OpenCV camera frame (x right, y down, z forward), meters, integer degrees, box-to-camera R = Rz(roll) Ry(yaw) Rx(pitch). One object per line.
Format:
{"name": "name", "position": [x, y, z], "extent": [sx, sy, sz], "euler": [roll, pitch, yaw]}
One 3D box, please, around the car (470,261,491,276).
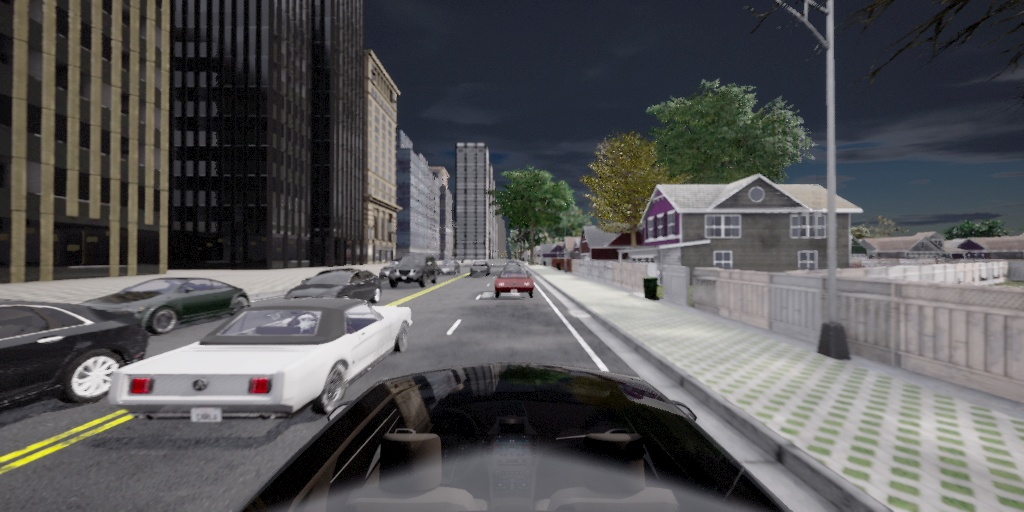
{"name": "car", "position": [-3.143, 1.228, 36.297], "extent": [2.128, 1.511, 4.902], "euler": [0, 0, 0]}

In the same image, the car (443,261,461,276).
{"name": "car", "position": [-6.493, 1.269, 37.461], "extent": [2.128, 1.511, 4.902], "euler": [0, 0, 0]}

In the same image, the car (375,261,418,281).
{"name": "car", "position": [-9.744, 1.229, 30.804], "extent": [2.128, 1.511, 4.902], "euler": [0, 0, 0]}

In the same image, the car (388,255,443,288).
{"name": "car", "position": [-6.495, 0.961, 24.342], "extent": [2.150, 2.045, 5.566], "euler": [0, 0, 0]}

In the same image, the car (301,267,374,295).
{"name": "car", "position": [-9.746, 1.343, 20.541], "extent": [1.895, 1.301, 4.718], "euler": [0, 0, 0]}

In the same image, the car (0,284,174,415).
{"name": "car", "position": [-6.584, 1.257, 3.520], "extent": [1.837, 1.490, 4.892], "euler": [0, 0, 0]}

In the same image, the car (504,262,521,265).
{"name": "car", "position": [0.054, 1.300, 38.128], "extent": [1.994, 1.385, 4.181], "euler": [0, 0, 0]}

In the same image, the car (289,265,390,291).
{"name": "car", "position": [-6.554, 1.250, 13.697], "extent": [1.837, 1.490, 4.892], "euler": [0, 0, 0]}

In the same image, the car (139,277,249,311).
{"name": "car", "position": [-9.828, 1.312, 10.377], "extent": [1.994, 1.385, 4.181], "euler": [0, 0, 0]}

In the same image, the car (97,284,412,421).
{"name": "car", "position": [-3.148, 1.351, 5.919], "extent": [1.895, 1.301, 4.718], "euler": [0, 0, 0]}

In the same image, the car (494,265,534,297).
{"name": "car", "position": [0.104, 1.342, 18.911], "extent": [1.895, 1.301, 4.718], "euler": [0, 0, 0]}
